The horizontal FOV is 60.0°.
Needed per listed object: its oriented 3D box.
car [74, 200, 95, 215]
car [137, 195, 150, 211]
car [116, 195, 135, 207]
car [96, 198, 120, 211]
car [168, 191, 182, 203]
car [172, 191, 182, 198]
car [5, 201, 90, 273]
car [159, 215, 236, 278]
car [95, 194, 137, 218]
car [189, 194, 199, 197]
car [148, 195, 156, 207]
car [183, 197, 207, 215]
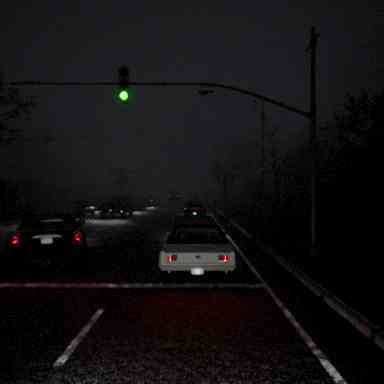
[{"bbox_3d":[-10.438,1.505,31.043,2.128,1.511,4.902,0,0,1],"label":"car"},{"bbox_3d":[-6.874,1.496,41.257,1.882,1.535,5.008,0,0,1],"label":"car"},{"bbox_3d":[-10.238,1.393,51.641,1.882,1.535,5.008,0,2,1],"label":"car"},{"bbox_3d":[-10.368,1.544,41.267,1.812,1.442,4.674,0,0,0],"label":"car"},{"bbox_3d":[-3.178,0.770,60.175,2.150,2.045,5.566,0,3,0],"label":"car"},{"bbox_3d":[-3.118,0.442,70.612,1.895,1.301,4.718,0,3,0],"label":"car"},{"bbox_3d":[-4.686,1.356,11.062,2.097,1.767,4.553,0,0,-20],"label":"car"},{"bbox_3d":[0.142,1.606,10.151,1.895,1.301,4.718,0,0,0],"label":"car"},{"bbox_3d":[-6.947,1.235,31.180,2.150,2.045,5.566,0,0,0],"label":"car"},{"bbox_3d":[0.323,1.041,60.159,2.128,1.511,4.902,0,3,0],"label":"car"},{"bbox_3d":[-6.749,1.274,51.365,2.097,1.767,4.553,0,2,1],"label":"car"},{"bbox_3d":[0.249,1.519,30.071,1.837,1.490,4.892,0,0,0],"label":"car"}]
